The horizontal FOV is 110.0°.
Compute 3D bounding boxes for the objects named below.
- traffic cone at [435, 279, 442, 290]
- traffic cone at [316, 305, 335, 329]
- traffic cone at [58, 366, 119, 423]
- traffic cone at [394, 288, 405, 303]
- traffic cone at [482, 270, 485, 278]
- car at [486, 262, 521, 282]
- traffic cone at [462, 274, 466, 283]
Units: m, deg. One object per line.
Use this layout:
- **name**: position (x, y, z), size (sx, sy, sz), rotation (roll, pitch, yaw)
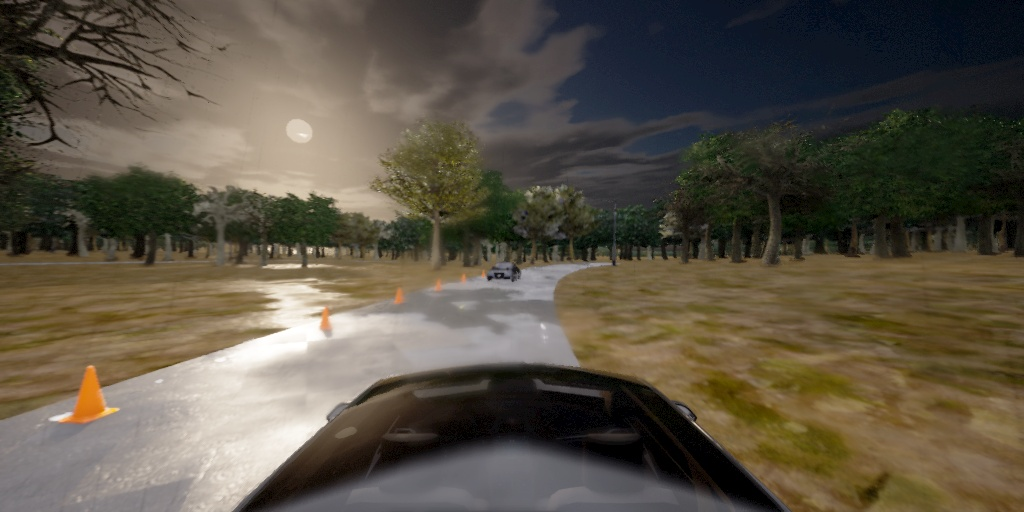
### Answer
- **traffic cone**: position (-3.994, 1.541, 19.518), size (0.340, 0.580, 0.340), rotation (0, 0, 7)
- **traffic cone**: position (-4.861, 1.588, 9.353), size (0.340, 0.580, 0.340), rotation (0, 0, 3)
- **traffic cone**: position (-5.004, 1.603, 4.251), size (0.340, 0.580, 0.340), rotation (0, 0, 1)
- **traffic cone**: position (-4.524, 1.567, 14.443), size (0.340, 0.580, 0.340), rotation (0, 0, 5)
- **traffic cone**: position (-2.360, 1.475, 29.588), size (0.340, 0.580, 0.340), rotation (0, 0, 11)
- **car**: position (-0.535, 1.156, 26.666), size (1.994, 1.385, 4.181), rotation (1, 1, 11)
- **traffic cone**: position (-3.273, 1.510, 24.568), size (0.340, 0.580, 0.340), rotation (0, 0, 9)
